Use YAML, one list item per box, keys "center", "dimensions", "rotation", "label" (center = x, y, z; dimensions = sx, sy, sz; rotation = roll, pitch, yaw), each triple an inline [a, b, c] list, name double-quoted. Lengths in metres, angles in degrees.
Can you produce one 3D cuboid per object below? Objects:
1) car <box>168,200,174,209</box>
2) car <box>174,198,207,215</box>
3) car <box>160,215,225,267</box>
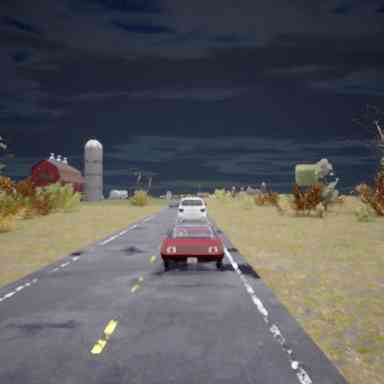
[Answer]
- center: [-2.838, 2.038, 55.623]
  dimensions: [1.837, 1.490, 4.892]
  rotation: [0, -1, 0]
  label: "car"
- center: [0.021, 1.470, 26.282]
  dimensions: [2.150, 2.045, 5.566]
  rotation: [0, 0, 1]
  label: "car"
- center: [0.033, 1.711, 11.809]
  dimensions: [1.895, 1.301, 4.718]
  rotation: [0, -1, 1]
  label: "car"
